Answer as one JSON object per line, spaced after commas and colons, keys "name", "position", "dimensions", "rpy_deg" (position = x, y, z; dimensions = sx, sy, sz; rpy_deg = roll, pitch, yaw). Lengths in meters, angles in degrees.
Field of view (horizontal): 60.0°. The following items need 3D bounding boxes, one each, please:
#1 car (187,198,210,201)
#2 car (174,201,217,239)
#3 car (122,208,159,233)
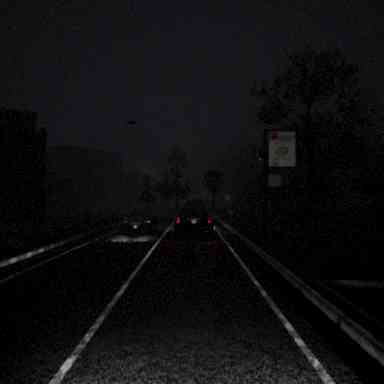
{"name": "car", "position": [0.441, 1.779, 34.422], "dimensions": [2.150, 2.045, 5.566], "rpy_deg": [0, -1, 5]}
{"name": "car", "position": [0.099, 1.566, 18.903], "dimensions": [2.097, 1.767, 4.553], "rpy_deg": [0, -1, 0]}
{"name": "car", "position": [-3.252, 1.785, 21.553], "dimensions": [2.128, 1.511, 4.902], "rpy_deg": [0, -1, 0]}
